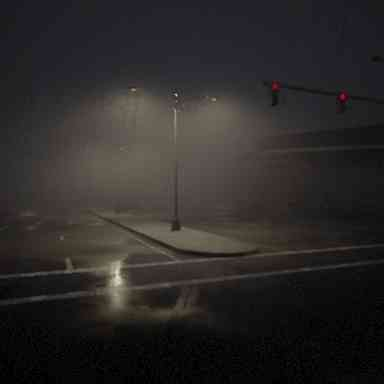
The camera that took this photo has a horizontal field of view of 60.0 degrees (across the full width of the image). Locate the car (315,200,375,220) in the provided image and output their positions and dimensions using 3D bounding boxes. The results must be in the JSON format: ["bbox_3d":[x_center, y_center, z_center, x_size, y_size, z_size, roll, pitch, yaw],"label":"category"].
[{"bbox_3d":[13.100,1.516,29.376,2.242,1.667,4.611,0,-1,-22],"label":"car"}]

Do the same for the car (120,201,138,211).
[{"bbox_3d":[-9.108,1.996,48.100,1.994,1.385,4.181,0,0,-22],"label":"car"}]

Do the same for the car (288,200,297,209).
[{"bbox_3d":[16.918,1.978,53.154,1.994,1.385,4.181,-1,-1,40],"label":"car"}]

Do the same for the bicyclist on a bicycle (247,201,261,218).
[{"bbox_3d":[6.042,1.695,32.581,1.656,1.620,0.582,-5,-9,-24],"label":"bicyclist on a bicycle"}]

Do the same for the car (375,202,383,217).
[{"bbox_3d":[18.099,1.690,32.307,1.970,1.475,3.806,0,-1,-22],"label":"car"}]
